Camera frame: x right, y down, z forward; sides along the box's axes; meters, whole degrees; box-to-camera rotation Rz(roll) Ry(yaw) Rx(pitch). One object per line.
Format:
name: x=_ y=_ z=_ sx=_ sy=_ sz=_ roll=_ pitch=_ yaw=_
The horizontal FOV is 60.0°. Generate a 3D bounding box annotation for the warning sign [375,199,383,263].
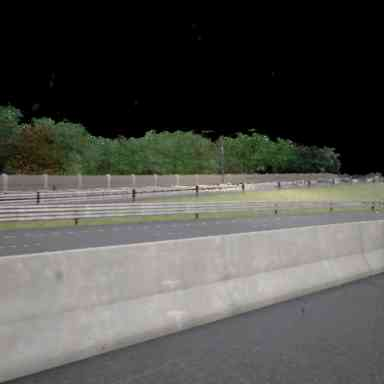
warning sign: x=6.269 y=1.130 z=9.671 sx=1.060 sy=1.860 sz=1.300 roll=2 pitch=-2 yaw=-36
